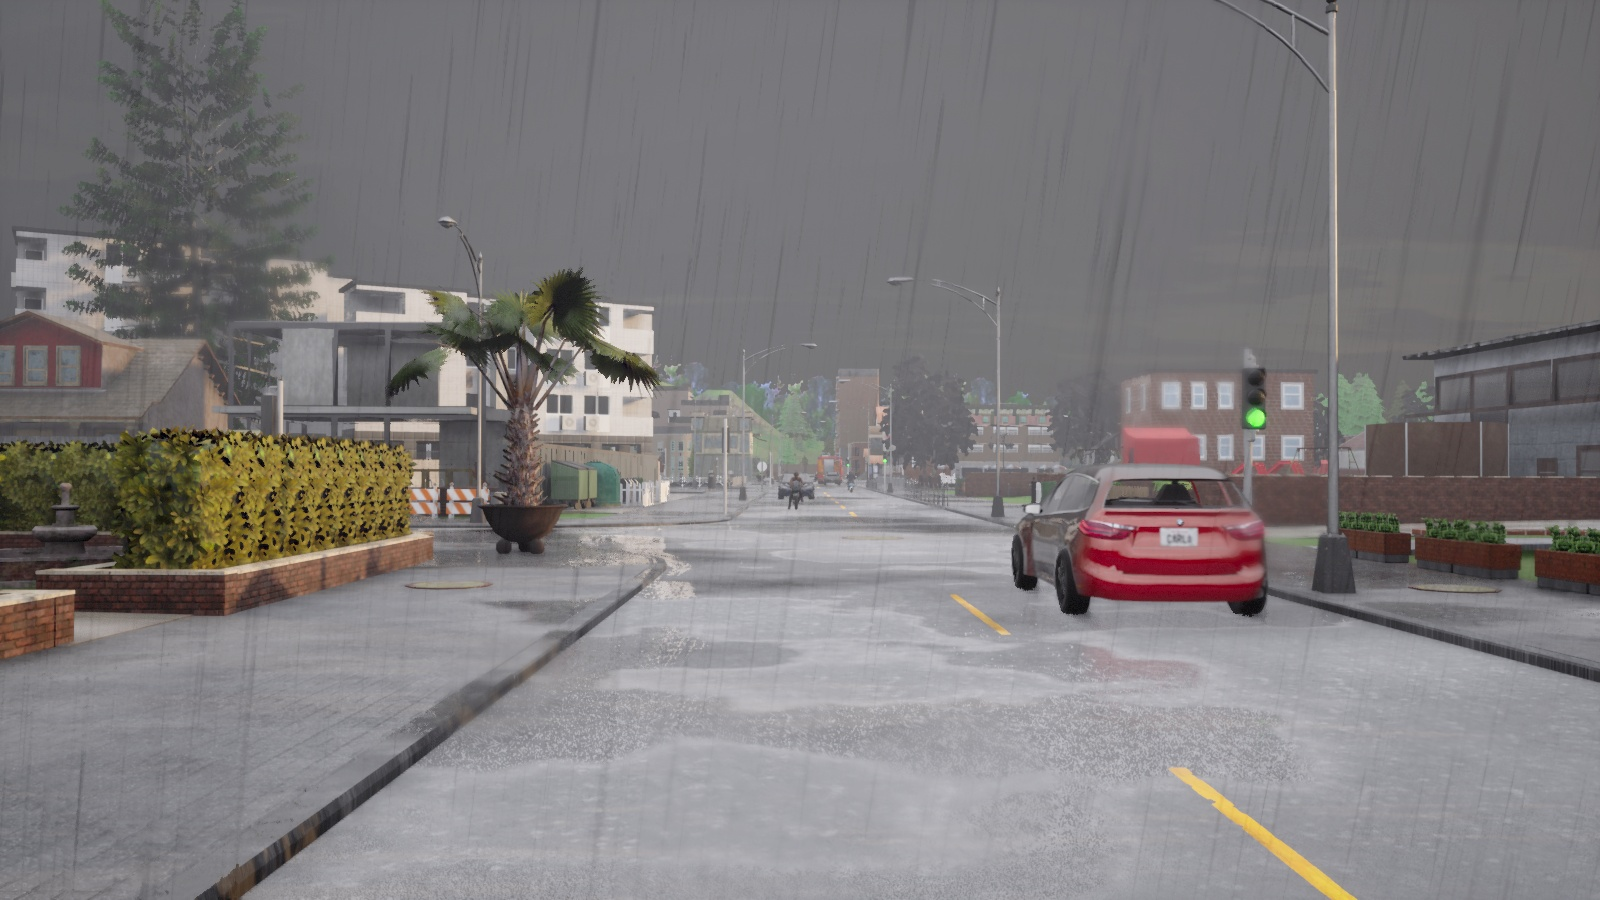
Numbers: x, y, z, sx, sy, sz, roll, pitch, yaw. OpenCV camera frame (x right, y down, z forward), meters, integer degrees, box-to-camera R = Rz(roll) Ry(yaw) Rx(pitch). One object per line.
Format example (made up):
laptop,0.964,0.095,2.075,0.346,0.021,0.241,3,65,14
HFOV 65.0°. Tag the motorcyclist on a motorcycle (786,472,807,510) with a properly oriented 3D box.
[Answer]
motorcyclist on a motorcycle,-0.138,1.650,50.886,0.797,1.523,2.044,0,-1,0

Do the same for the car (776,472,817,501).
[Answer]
car,-0.186,1.969,68.890,2.163,1.488,4.792,0,-1,0

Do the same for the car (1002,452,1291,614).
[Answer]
car,3.957,0.900,15.317,2.242,1.667,4.611,0,-1,0
